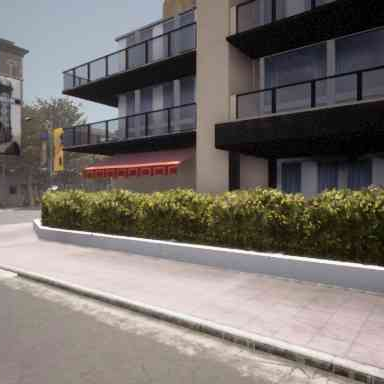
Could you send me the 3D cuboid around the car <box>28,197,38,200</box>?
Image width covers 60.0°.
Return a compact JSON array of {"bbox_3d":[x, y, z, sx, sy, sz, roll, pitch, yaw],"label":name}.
[{"bbox_3d":[-34.495,1.481,68.404,4.892,1.521,2.231,0,0,37],"label":"car"}]
